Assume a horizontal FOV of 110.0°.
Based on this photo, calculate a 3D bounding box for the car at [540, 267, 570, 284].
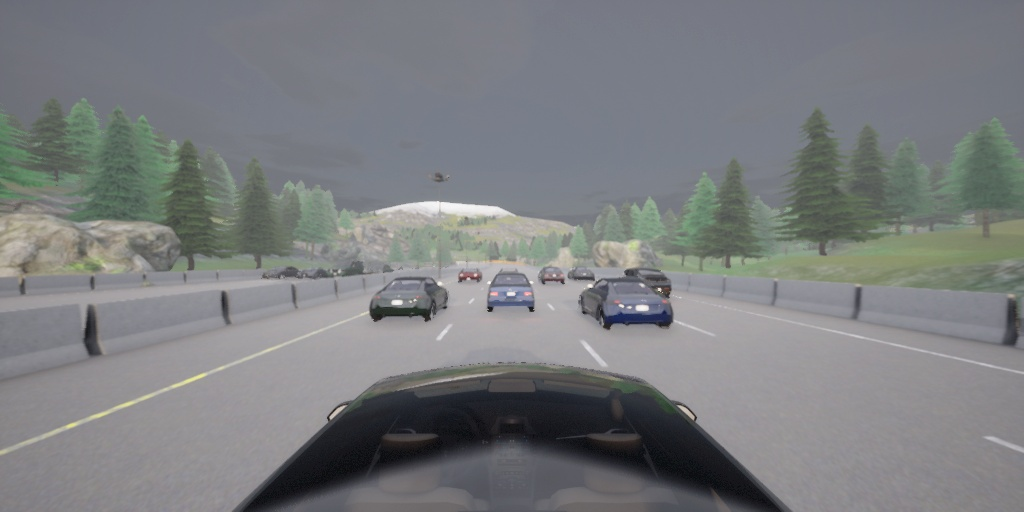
[{"bbox_3d":[3.255,1.615,30.310,2.033,1.411,5.357,0,-1,-1],"label":"car"}]

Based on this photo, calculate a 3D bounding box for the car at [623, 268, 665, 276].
[{"bbox_3d":[6.894,1.397,19.434,1.837,1.490,4.892,0,-1,-1],"label":"car"}]

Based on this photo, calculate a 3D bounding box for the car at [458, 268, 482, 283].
[{"bbox_3d":[-3.775,1.745,33.272,1.895,1.301,4.718,0,-1,-1],"label":"car"}]

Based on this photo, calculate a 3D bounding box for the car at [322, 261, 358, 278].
[{"bbox_3d":[-18.037,1.529,39.240,2.150,2.045,5.566,0,-1,-1],"label":"car"}]

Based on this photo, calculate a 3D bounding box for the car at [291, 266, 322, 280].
[{"bbox_3d":[-21.534,1.882,39.118,1.994,1.385,4.181,0,-1,-1],"label":"car"}]

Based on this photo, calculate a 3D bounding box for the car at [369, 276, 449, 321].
[{"bbox_3d":[-3.544,1.417,13.020,1.994,1.385,4.181,0,-1,0],"label":"car"}]

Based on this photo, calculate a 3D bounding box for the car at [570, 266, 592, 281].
[{"bbox_3d":[6.702,1.709,35.204,1.994,1.385,4.181,0,-1,-1],"label":"car"}]

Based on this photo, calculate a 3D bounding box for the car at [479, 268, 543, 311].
[{"bbox_3d":[-0.060,1.411,15.095,2.033,1.411,5.357,0,-1,-1],"label":"car"}]

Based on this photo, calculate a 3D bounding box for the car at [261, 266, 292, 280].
[{"bbox_3d":[-25.033,1.834,39.108,1.837,1.490,4.892,0,-1,-1],"label":"car"}]

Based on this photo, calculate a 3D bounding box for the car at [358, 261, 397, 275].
[{"bbox_3d":[-14.535,1.645,39.072,2.097,1.767,4.553,0,-1,-1],"label":"car"}]

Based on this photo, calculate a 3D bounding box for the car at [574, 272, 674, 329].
[{"bbox_3d":[3.466,1.380,11.598,1.994,1.385,4.181,0,0,-1],"label":"car"}]
